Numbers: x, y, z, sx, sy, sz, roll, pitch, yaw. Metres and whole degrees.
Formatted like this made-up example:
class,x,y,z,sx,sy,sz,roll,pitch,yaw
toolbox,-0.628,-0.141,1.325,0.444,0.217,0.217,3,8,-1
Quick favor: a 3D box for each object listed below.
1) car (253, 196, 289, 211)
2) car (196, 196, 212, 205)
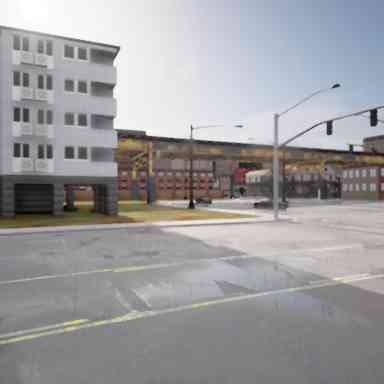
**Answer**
class,x,y,z,sx,sy,sz,roll,pitch,yaw
car,9.621,1.537,40.537,1.895,1.301,4.718,0,0,-26
car,2.020,1.436,57.443,1.837,1.490,4.892,-1,0,-16
